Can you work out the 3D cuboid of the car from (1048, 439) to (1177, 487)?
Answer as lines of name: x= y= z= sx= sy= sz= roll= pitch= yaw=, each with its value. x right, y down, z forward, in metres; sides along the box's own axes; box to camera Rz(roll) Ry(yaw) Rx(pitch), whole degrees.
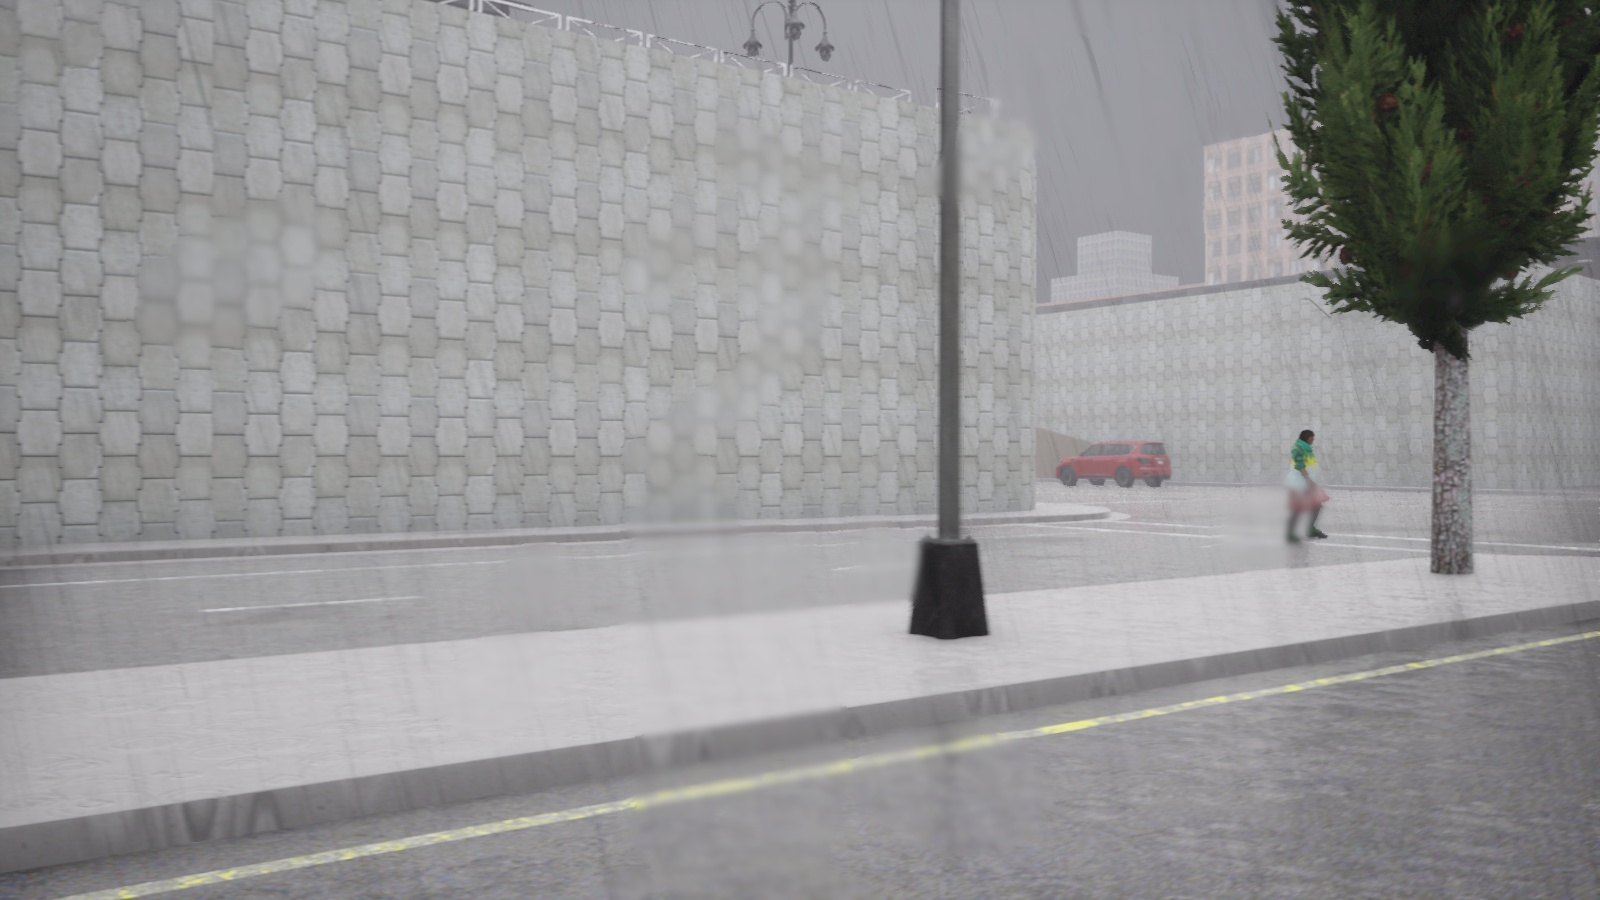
car: x=13.934 y=0.572 z=56.336 sx=2.150 sy=2.045 sz=5.566 roll=0 pitch=0 yaw=-34

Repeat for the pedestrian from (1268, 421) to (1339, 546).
pedestrian: x=8.055 y=0.522 z=20.094 sx=0.873 sy=1.952 sz=0.659 roll=0 pitch=0 yaw=43
